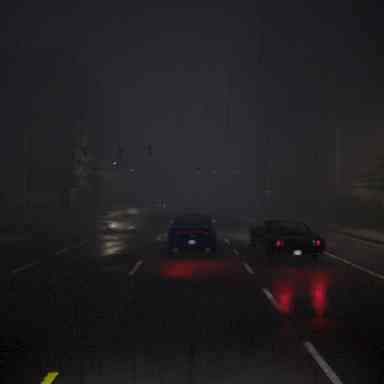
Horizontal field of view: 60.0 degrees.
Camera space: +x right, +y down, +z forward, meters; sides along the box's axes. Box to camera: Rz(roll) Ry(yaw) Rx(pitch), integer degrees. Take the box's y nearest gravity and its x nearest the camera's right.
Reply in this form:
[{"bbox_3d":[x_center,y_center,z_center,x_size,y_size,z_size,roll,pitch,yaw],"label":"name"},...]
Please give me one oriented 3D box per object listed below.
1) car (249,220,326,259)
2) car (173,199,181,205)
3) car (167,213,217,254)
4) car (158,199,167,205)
[{"bbox_3d":[3.508,1.746,13.228,1.895,1.301,4.718,0,-1,0],"label":"car"},{"bbox_3d":[-3.537,2.318,79.128,1.882,1.535,5.008,0,-1,0],"label":"car"},{"bbox_3d":[0.018,1.633,14.237,1.882,1.535,5.008,0,0,0],"label":"car"},{"bbox_3d":[-7.037,2.393,79.126,1.994,1.385,4.181,0,-1,0],"label":"car"}]
